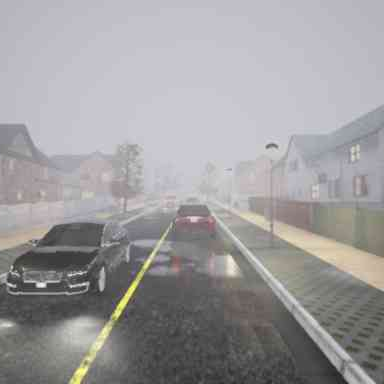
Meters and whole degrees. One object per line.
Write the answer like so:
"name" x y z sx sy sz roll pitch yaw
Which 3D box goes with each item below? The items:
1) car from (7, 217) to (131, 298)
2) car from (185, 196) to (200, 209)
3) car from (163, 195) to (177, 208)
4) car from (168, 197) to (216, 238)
"car" -2.847 1.483 8.716 1.837 1.490 4.892 0 1 0
"car" 0.069 1.377 43.678 1.882 1.535 5.008 0 0 0
"car" -2.866 1.245 46.771 2.097 1.767 4.553 0 0 0
"car" 0.088 1.311 17.357 2.097 1.767 4.553 0 0 0
